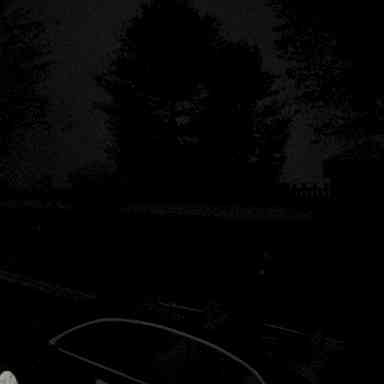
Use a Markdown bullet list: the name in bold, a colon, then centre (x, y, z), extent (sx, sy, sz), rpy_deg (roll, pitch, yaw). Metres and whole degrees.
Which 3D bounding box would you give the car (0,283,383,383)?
- **car**: centre (-0.128, 1.549, 2.969), extent (4.403, 1.369, 2.008), rpy_deg (0, 0, 36)
